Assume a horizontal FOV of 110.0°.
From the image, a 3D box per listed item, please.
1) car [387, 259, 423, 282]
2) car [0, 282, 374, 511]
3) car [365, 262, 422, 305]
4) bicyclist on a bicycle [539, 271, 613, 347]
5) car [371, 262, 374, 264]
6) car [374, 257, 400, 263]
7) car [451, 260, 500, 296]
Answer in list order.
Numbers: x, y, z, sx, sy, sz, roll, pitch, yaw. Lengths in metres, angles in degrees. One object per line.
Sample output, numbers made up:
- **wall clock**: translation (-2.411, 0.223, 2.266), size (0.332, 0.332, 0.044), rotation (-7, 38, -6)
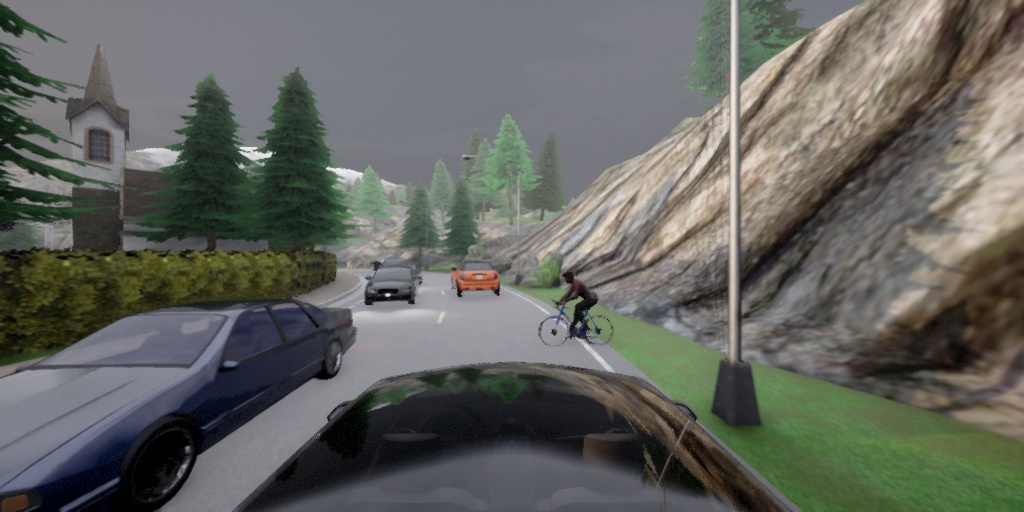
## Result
- **car**: translation (-7.260, 1.181, 24.457), size (2.033, 1.411, 5.357), rotation (0, 0, -21)
- **car**: translation (-3.734, 1.288, 4.482), size (2.033, 1.411, 5.357), rotation (0, 0, -2)
- **car**: translation (-5.023, 1.175, 15.414), size (1.837, 1.490, 4.892), rotation (0, 0, -12)
- **bicyclist on a bicycle**: translation (1.380, 1.158, 7.732), size (1.656, 1.620, 0.582), rotation (0, 0, -3)
- **car**: translation (-14.881, 0.865, 42.432), size (4.553, 1.767, 2.097), rotation (1, 1, 40)
- **car**: translation (-10.082, 0.934, 30.258), size (2.097, 1.767, 4.553), rotation (0, 0, -26)
- **car**: translation (-2.025, 0.991, 18.768), size (2.097, 1.767, 4.553), rotation (0, 0, -14)
